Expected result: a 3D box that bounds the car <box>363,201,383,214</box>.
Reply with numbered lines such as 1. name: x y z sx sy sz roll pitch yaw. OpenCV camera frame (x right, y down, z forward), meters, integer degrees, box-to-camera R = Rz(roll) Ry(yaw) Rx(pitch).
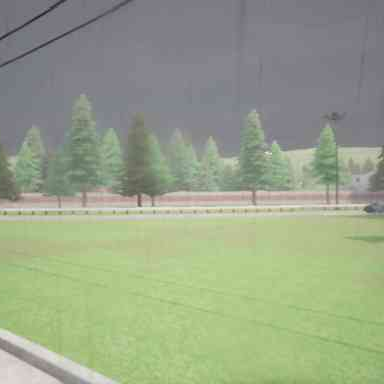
1. car: 20.405 1.601 35.223 4.181 1.385 1.994 0 0 -14
